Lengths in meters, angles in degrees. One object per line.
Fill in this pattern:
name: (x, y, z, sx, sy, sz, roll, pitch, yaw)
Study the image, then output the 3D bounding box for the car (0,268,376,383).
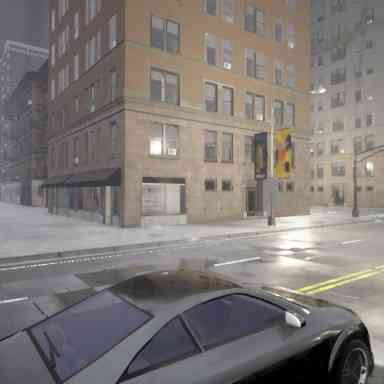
car: (0.122, 1.564, 3.546, 4.181, 1.385, 1.994, 0, 0, -36)

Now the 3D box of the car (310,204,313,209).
car: (12.250, 1.585, 40.545, 1.895, 1.301, 4.718, 0, 0, -36)
